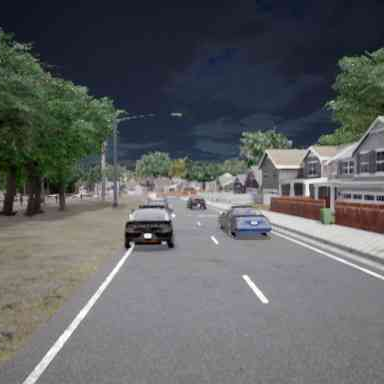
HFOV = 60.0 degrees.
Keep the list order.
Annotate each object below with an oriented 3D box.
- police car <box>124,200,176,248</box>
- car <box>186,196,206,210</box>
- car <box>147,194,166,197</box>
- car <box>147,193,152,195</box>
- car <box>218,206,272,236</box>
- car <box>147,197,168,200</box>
[{"bbox_3d":[-1.750,1.354,14.515,1.930,1.638,5.238,0,0,-4],"label":"police car"},{"bbox_3d":[0.454,1.245,39.163,1.837,1.490,4.892,0,-1,-7],"label":"car"},{"bbox_3d":[-3.151,1.275,30.562,1.801,1.575,5.366,0,0,-6],"label":"car"},{"bbox_3d":[-8.272,0.842,69.370,1.812,1.442,4.674,0,1,-12],"label":"car"},{"bbox_3d":[2.654,1.453,17.767,2.033,1.411,5.357,0,0,-4],"label":"car"},{"bbox_3d":[-2.530,1.370,24.392,1.837,1.490,4.892,0,0,-5],"label":"car"}]
